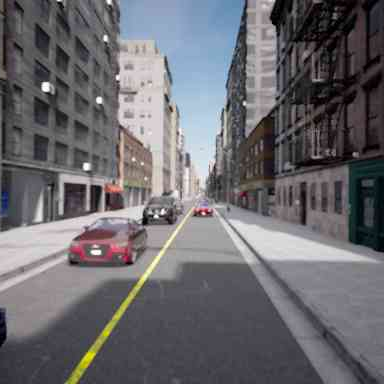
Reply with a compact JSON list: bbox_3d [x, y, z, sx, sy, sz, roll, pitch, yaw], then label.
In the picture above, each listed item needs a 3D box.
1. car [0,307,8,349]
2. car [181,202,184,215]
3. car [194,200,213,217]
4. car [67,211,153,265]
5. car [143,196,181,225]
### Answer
[{"bbox_3d":[-3.088,1.579,1.730,1.895,1.301,4.718,1,0,-1],"label":"car"},{"bbox_3d":[-1.869,1.687,36.293,2.128,1.511,4.902,1,0,2],"label":"car"},{"bbox_3d":[1.147,1.774,33.694,1.895,1.301,4.718,1,0,2],"label":"car"},{"bbox_3d":[-2.772,1.591,11.746,1.994,1.385,4.181,1,0,1],"label":"car"},{"bbox_3d":[-2.308,1.316,25.233,2.150,2.045,5.566,1,0,2],"label":"car"}]
